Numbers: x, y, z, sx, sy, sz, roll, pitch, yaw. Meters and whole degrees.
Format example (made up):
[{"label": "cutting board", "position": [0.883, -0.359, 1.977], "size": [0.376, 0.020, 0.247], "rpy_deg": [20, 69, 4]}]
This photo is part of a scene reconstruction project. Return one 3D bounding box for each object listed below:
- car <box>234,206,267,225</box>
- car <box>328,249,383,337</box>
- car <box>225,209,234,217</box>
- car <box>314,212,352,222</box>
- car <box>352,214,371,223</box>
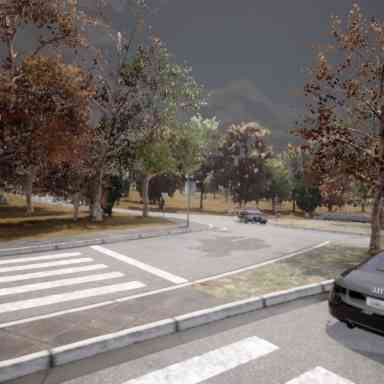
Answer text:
[{"label": "car", "position": [5.677, 2.345, 31.730], "size": [1.994, 1.385, 4.181], "rpy_deg": [3, -2, -4]}, {"label": "car", "position": [4.328, 1.592, 5.845], "size": [4.181, 1.385, 1.994], "rpy_deg": [1, -1, -33]}, {"label": "car", "position": [7.268, 2.909, 49.534], "size": [4.553, 1.767, 2.097], "rpy_deg": [4, -2, -18]}, {"label": "car", "position": [21.172, 3.851, 50.835], "size": [4.902, 1.511, 2.128], "rpy_deg": [3, -3, -3]}, {"label": "car", "position": [26.377, 4.307, 53.890], "size": [5.357, 1.411, 2.033], "rpy_deg": [3, -2, 9]}]
